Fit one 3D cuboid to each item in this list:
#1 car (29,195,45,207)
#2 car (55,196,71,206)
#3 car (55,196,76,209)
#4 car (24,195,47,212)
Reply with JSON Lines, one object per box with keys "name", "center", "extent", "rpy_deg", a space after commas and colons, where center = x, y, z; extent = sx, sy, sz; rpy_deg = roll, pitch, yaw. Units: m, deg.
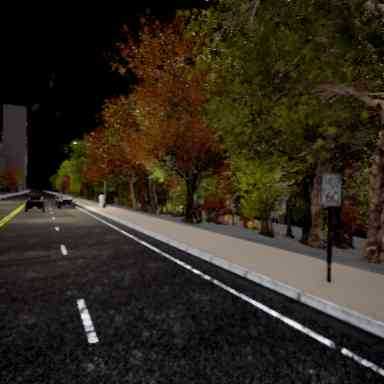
{"name": "car", "center": [-20.818, 1.198, 44.891], "extent": [1.812, 1.442, 4.674], "rpy_deg": [1, 0, -24]}
{"name": "car", "center": [-19.265, 1.256, 49.420], "extent": [1.994, 1.385, 4.181], "rpy_deg": [1, 0, -24]}
{"name": "car", "center": [-15.183, 1.248, 40.207], "extent": [2.128, 1.511, 4.902], "rpy_deg": [1, 0, -24]}
{"name": "car", "center": [-16.196, 1.251, 34.472], "extent": [1.837, 1.490, 4.892], "rpy_deg": [1, 0, -24]}
